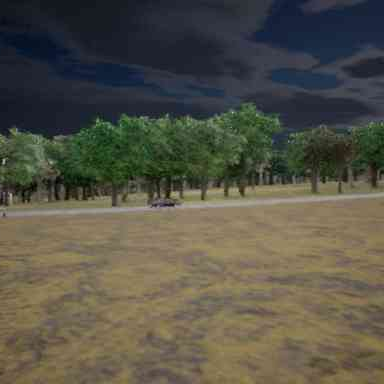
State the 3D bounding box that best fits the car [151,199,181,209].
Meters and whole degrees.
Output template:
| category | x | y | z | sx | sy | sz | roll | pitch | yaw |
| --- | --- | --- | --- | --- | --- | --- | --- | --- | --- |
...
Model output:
| category | x | y | z | sx | sy | sz | roll | pitch | yaw |
| --- | --- | --- | --- | --- | --- | --- | --- | --- | --- |
| car | -4.209 | 1.852 | 53.665 | 4.892 | 1.490 | 1.837 | -2 | 1 | -20 |
